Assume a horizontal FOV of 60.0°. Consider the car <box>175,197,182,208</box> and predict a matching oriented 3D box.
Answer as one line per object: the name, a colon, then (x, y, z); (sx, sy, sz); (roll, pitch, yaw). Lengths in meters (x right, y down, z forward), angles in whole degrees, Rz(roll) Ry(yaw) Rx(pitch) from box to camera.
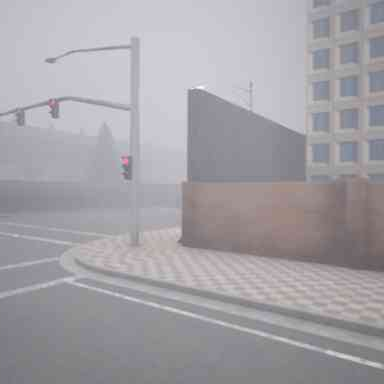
car: (0.151, 1.034, 42.911); (2.150, 2.045, 5.566); (0, 0, 36)
